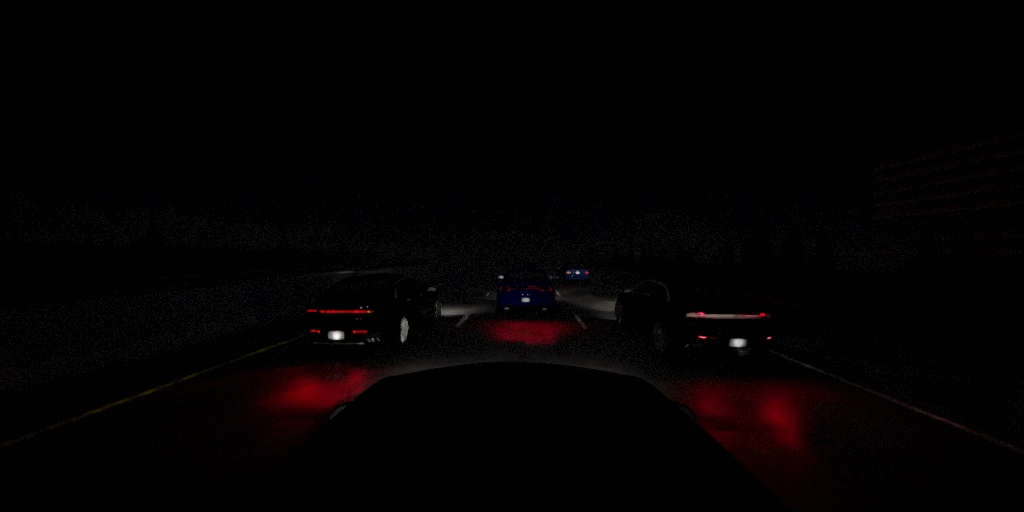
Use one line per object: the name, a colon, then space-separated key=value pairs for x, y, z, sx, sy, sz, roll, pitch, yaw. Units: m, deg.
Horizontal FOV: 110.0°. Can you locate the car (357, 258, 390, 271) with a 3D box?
car: x=-15.995 y=0.958 z=41.657 sx=1.994 sy=1.385 sz=4.181 roll=0 pitch=0 yaw=3

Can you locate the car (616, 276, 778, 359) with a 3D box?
car: x=3.839 y=1.218 z=8.394 sx=2.128 sy=1.511 sz=4.902 roll=0 pitch=0 yaw=2

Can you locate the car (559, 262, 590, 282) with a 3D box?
car: x=4.533 y=1.156 z=26.709 sx=2.033 sy=1.411 sz=5.357 roll=0 pitch=0 yaw=2

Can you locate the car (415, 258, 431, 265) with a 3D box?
car: x=-12.236 y=0.949 z=47.650 sx=2.033 sy=1.411 sz=5.357 roll=0 pitch=0 yaw=2

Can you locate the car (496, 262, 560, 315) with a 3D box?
car: x=0.505 y=1.153 z=13.250 sx=1.882 sy=1.535 sz=5.008 roll=0 pitch=0 yaw=2

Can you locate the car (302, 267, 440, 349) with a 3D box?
car: x=-3.141 y=1.189 z=8.978 sx=1.837 sy=1.490 sz=4.892 roll=0 pitch=0 yaw=2

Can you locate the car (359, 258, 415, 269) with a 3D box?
car: x=-9.595 y=1.015 z=27.802 sx=2.128 sy=1.511 sz=4.902 roll=0 pitch=0 yaw=3
